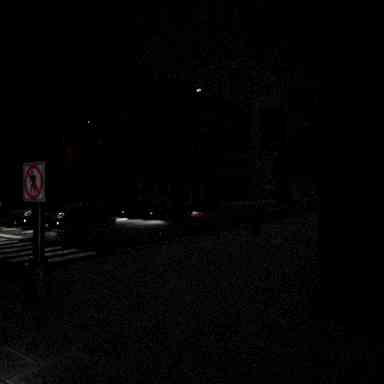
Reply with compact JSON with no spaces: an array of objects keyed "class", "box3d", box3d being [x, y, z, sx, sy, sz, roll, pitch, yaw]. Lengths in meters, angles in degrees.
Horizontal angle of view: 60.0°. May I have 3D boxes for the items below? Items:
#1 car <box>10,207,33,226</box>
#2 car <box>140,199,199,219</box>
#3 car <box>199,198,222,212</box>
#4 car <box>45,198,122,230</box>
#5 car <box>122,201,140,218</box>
[{"class":"car","box3d":[-9.653,1.304,22.428,2.097,1.767,4.553,0,0,35]},{"class":"car","box3d":[-1.793,1.413,27.904,1.837,1.490,4.892,0,0,35]},{"class":"car","box3d":[1.383,1.419,38.017,2.033,1.411,5.357,0,0,36]},{"class":"car","box3d":[-6.929,1.298,20.648,2.097,1.767,4.553,0,0,35]},{"class":"car","box3d":[-4.663,1.480,29.487,1.994,1.385,4.181,0,0,35]}]
